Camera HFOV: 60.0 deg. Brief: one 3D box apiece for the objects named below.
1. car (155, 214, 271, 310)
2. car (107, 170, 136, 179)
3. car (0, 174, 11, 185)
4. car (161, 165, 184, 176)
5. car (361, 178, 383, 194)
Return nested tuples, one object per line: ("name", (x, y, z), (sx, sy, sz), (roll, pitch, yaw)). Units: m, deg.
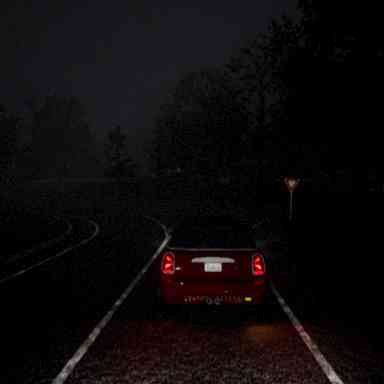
("car", (0.442, 1.287, 7.865), (2.097, 1.767, 4.553), (0, 1, 2))
("car", (-12.097, -2.990, 57.152), (4.902, 1.511, 2.128), (-5, 7, -38))
("car", (-27.352, -1.664, 45.020), (4.892, 1.490, 1.837), (-3, 7, -12))
("car", (-3.888, -4.427, 68.292), (5.566, 2.045, 2.150), (5, 8, 39))
("car", (18.337, -0.687, 33.910), (2.128, 1.511, 4.902), (3, 7, 28))
